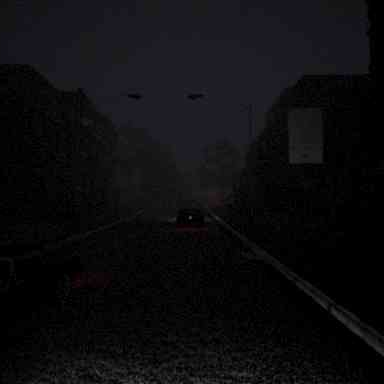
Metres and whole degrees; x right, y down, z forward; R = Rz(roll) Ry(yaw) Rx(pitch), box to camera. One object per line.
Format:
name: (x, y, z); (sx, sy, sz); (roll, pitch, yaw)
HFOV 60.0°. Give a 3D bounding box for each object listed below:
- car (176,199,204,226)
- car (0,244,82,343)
car: (-0.121, 1.526, 24.208); (1.882, 1.535, 5.008); (0, 0, -1)
car: (-3.466, 1.614, 5.313); (1.895, 1.301, 4.718); (0, 0, 2)
